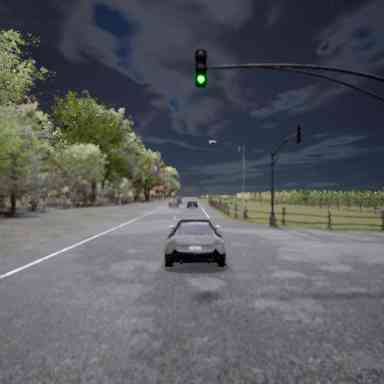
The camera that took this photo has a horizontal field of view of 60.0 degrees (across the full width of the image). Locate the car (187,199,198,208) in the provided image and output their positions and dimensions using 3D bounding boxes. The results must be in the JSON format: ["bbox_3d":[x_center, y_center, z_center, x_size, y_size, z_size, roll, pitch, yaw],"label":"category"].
[{"bbox_3d":[0.090,2.117,61.678,1.837,1.490,4.892,0,0,0],"label":"car"}]

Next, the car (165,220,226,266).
[{"bbox_3d":[0.099,1.688,12.073,1.994,1.385,4.181,0,0,0],"label":"car"}]

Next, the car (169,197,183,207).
[{"bbox_3d":[-3.414,2.120,63.757,2.128,1.511,4.902,0,-1,0],"label":"car"}]
